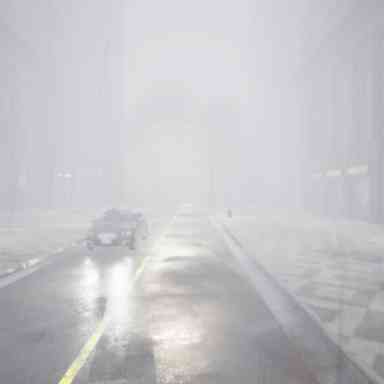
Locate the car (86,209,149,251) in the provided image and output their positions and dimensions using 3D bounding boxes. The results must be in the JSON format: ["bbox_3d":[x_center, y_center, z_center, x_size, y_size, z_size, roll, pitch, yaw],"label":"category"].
[{"bbox_3d":[-3.035,1.499,14.325,2.128,1.511,4.902,0,0,1],"label":"car"}]
